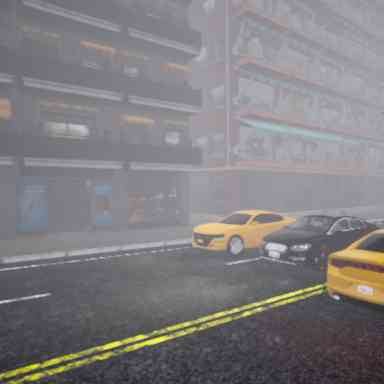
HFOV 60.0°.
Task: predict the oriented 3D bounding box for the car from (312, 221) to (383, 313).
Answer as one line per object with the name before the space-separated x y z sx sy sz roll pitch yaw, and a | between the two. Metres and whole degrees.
car | 4.888 1.478 7.008 5.008 1.535 1.882 0 0 -36

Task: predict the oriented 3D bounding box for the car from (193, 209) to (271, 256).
car | 2.309 1.482 13.427 5.008 1.535 1.882 0 0 -36

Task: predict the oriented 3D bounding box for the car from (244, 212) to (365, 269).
car | 4.293 1.494 10.853 4.902 1.511 2.128 0 0 -36
